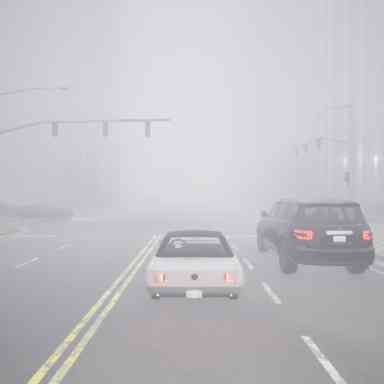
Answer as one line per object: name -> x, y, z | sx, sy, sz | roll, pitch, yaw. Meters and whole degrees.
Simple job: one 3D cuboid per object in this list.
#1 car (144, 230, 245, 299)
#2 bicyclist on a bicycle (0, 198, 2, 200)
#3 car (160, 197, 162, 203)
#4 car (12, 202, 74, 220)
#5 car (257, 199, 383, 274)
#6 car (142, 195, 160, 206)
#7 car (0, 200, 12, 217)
car -> 0.067, 1.601, 8.369 | 1.895, 1.301, 4.718 | 0, 0, 1
bicyclist on a bicycle -> -26.380, 1.301, 45.389 | 0.582, 1.620, 1.656 | 0, 0, -1
car -> -6.971, 1.547, 65.756 | 2.033, 1.411, 5.357 | 0, 0, 1
car -> -12.036, 1.564, 27.538 | 4.181, 1.385, 1.994 | 0, 0, -1
car -> 3.583, 1.222, 10.723 | 2.150, 2.045, 5.566 | 0, 0, 0
car -> -7.040, 1.352, 55.236 | 2.097, 1.767, 4.553 | 0, 0, 0
car -> -17.982, 1.477, 31.000 | 5.008, 1.535, 1.882 | 0, 0, -1
